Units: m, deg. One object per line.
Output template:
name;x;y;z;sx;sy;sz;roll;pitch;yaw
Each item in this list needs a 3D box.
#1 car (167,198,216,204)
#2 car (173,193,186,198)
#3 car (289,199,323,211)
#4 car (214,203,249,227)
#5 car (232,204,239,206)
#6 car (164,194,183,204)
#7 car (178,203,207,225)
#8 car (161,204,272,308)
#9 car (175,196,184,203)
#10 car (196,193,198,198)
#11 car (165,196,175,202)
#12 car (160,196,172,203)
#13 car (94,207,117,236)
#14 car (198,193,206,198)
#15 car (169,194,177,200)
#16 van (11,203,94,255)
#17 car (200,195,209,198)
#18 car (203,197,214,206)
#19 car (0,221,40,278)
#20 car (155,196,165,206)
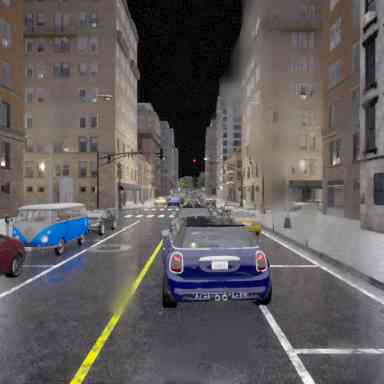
car;0.110;1.351;15.425;2.097;1.767;4.553;0;0;0
car;-2.692;1.218;60.483;2.150;2.045;5.566;0;0;1
car;13.673;1.515;38.359;4.718;1.301;1.895;0;0;0
car;2.689;1.550;23.744;2.008;1.369;4.403;0;0;0
car;2.683;1.525;18.507;1.752;1.417;4.829;0;0;0
car;-2.734;1.476;50.495;1.882;1.535;5.008;0;0;0
car;0.071;1.563;25.086;1.994;1.385;4.181;0;0;0
car;0.321;1.352;8.158;2.097;1.767;4.553;0;0;-5
car;-2.599;1.519;70.589;1.812;1.442;4.674;0;0;0
car;2.819;1.306;84.710;2.192;1.841;5.009;0;0;0
car;-5.218;1.543;79.042;2.008;1.369;4.403;0;0;0
car;-5.243;1.561;67.679;1.947;1.339;4.313;0;0;0
car;-5.352;1.550;18.354;2.008;1.369;4.403;0;0;0
car;2.794;1.434;73.346;1.967;1.590;4.097;0;0;0
car;-5.194;1.429;90.404;1.967;1.590;4.097;0;0;0
van;-5.365;1.340;12.948;1.690;1.788;3.998;0;0;0
car;2.745;1.549;50.620;2.008;1.369;4.403;0;0;0
car;2.758;1.580;56.301;1.802;1.307;4.206;0;0;0
car;-5.378;1.581;7.541;1.802;1.307;4.206;0;0;0
car;-5.268;1.523;56.147;1.752;1.417;4.829;0;0;0
